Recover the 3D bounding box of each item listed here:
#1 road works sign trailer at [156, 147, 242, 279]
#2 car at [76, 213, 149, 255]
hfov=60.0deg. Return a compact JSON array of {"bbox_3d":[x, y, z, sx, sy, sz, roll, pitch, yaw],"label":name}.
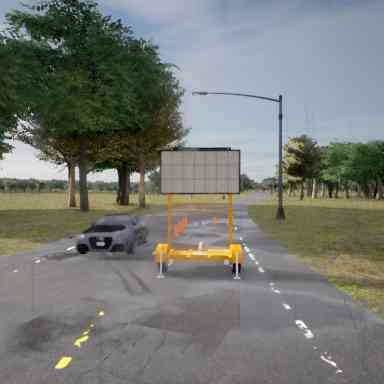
[{"bbox_3d":[0.246,0.465,10.057,2.380,3.560,2.880,0,0,3],"label":"road works sign trailer"},{"bbox_3d":[-2.975,1.563,13.230,1.994,1.385,4.181,0,0,3],"label":"car"}]
